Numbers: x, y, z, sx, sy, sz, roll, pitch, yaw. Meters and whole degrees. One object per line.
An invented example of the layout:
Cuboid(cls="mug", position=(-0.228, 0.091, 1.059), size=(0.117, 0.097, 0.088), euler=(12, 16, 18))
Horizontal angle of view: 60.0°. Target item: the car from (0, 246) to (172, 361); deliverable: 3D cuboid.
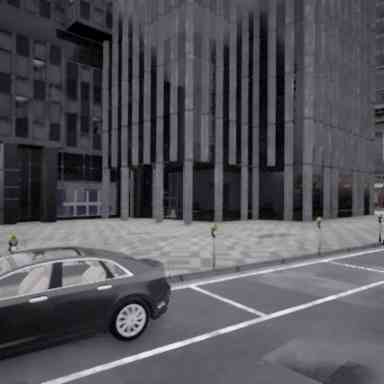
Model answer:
Cuboid(cls="car", position=(-2.392, 1.559, 4.944), size=(4.403, 1.369, 2.008), euler=(1, -1, -36))
